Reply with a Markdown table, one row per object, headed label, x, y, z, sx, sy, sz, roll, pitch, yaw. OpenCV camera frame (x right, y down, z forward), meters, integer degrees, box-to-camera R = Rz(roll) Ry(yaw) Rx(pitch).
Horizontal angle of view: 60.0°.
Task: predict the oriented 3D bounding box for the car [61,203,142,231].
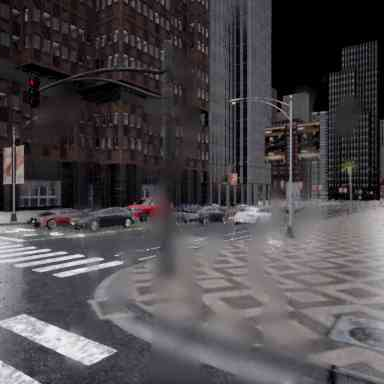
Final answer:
| label | x | y | z | sx | sy | sz | roll | pitch | yaw |
| --- | --- | --- | --- | --- | --- | --- | --- | --- | --- |
| car | -5.975 | 1.748 | 22.536 | 1.837 | 1.490 | 4.892 | 0 | -1 | 35 |

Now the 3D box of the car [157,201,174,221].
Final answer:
| label | x | y | z | sx | sy | sz | roll | pitch | yaw |
| --- | --- | --- | --- | --- | --- | --- | --- | --- | --- |
| car | -0.501 | 1.873 | 30.346 | 2.128 | 1.511 | 4.902 | 0 | -1 | 35 |

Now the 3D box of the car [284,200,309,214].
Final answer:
| label | x | y | z | sx | sy | sz | roll | pitch | yaw |
| --- | --- | --- | --- | --- | --- | --- | --- | --- | --- |
| car | 14.573 | 2.247 | 45.857 | 2.033 | 1.411 | 5.357 | 0 | -1 | 35 |

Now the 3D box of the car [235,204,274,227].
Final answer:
| label | x | y | z | sx | sy | sz | roll | pitch | yaw |
| --- | --- | --- | --- | --- | --- | --- | --- | --- | --- |
| car | 4.979 | 1.916 | 26.495 | 1.812 | 1.442 | 4.674 | 0 | -1 | 35 |

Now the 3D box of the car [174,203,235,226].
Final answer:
| label | x | y | z | sx | sy | sz | roll | pitch | yaw |
| --- | --- | --- | --- | --- | --- | --- | --- | --- | --- |
| car | 1.098 | 1.848 | 26.621 | 2.128 | 1.511 | 4.902 | 0 | -1 | 35 |

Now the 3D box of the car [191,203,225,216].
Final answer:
| label | x | y | z | sx | sy | sz | roll | pitch | yaw |
| --- | --- | --- | --- | --- | --- | --- | --- | --- | --- |
| car | 1.954 | 2.034 | 39.515 | 1.812 | 1.442 | 4.674 | 0 | -1 | 35 |

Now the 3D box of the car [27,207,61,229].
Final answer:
| label | x | y | z | sx | sy | sz | roll | pitch | yaw |
| --- | --- | --- | --- | --- | --- | --- | --- | --- | --- |
| car | -9.264 | 1.788 | 23.491 | 1.994 | 1.385 | 4.181 | 0 | -1 | 36 |

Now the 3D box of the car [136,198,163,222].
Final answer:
| label | x | y | z | sx | sy | sz | roll | pitch | yaw |
| --- | --- | --- | --- | --- | --- | --- | --- | --- | --- |
| car | -3.976 | 1.579 | 31.051 | 2.150 | 2.045 | 5.566 | 0 | -1 | 35 |
